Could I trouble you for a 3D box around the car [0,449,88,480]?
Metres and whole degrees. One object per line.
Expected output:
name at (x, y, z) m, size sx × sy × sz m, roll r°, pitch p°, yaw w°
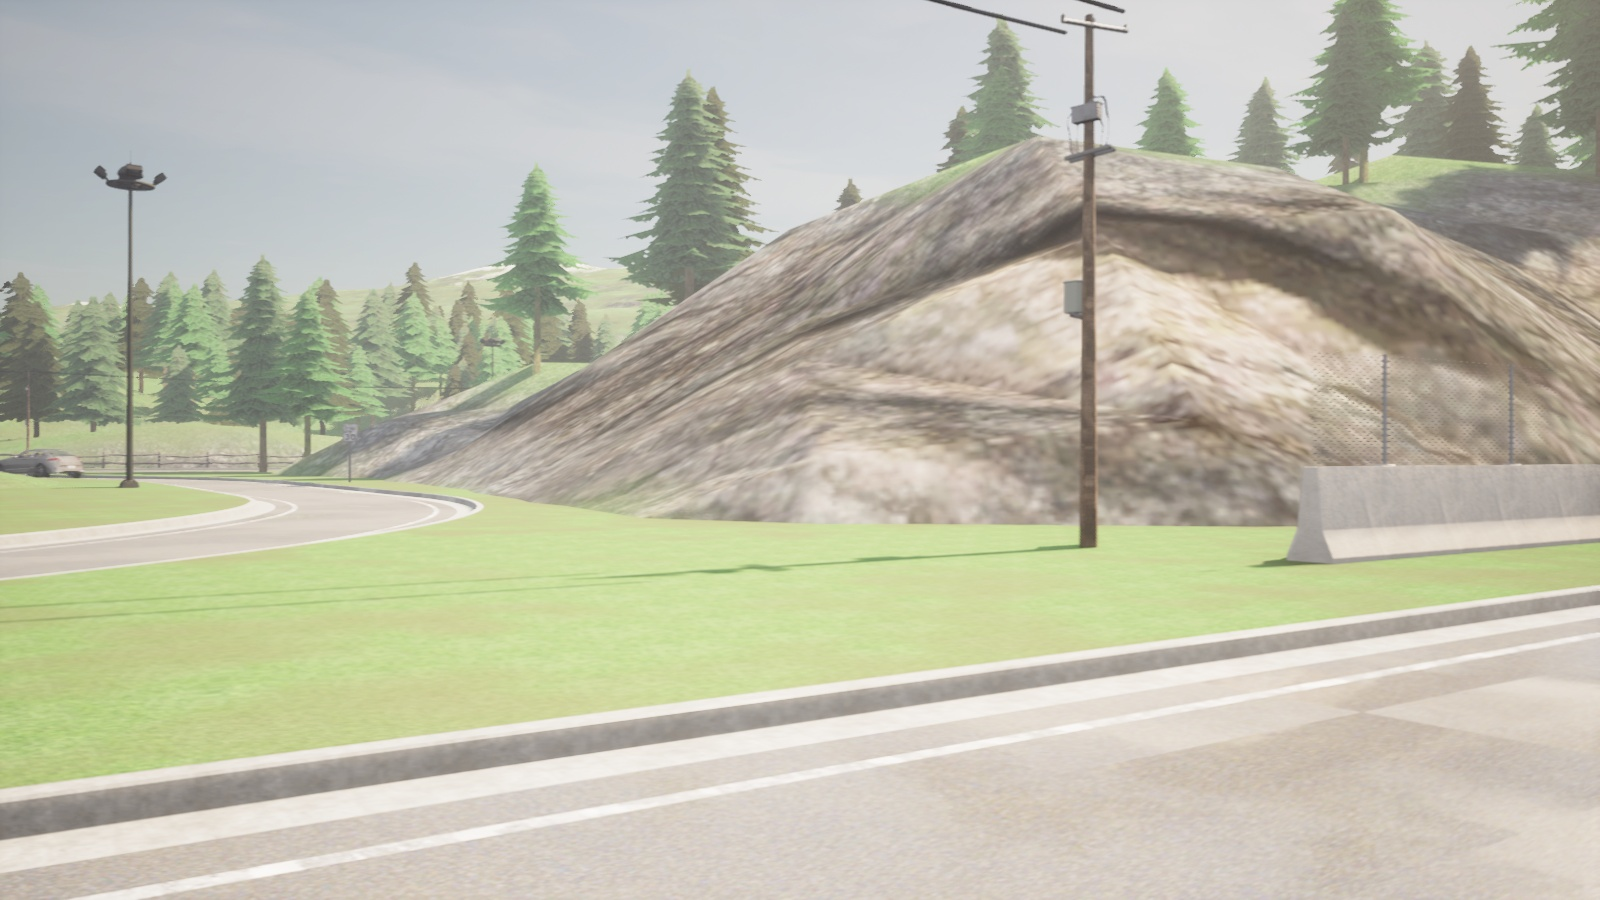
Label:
car at (-41.332, 0.778, 68.008) m, size 5.027 × 1.651 × 2.152 m, roll 0°, pitch 0°, yaw 23°
